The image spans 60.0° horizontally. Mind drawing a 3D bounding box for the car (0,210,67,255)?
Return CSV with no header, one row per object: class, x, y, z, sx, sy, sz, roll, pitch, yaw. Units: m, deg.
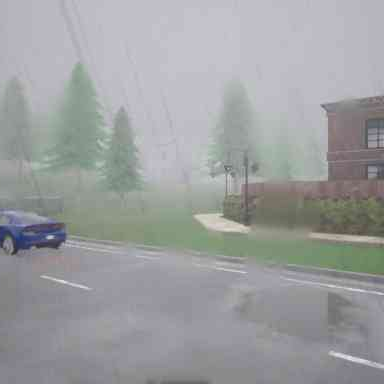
car,-7.082,1.477,13.343,5.008,1.535,1.882,0,0,36
